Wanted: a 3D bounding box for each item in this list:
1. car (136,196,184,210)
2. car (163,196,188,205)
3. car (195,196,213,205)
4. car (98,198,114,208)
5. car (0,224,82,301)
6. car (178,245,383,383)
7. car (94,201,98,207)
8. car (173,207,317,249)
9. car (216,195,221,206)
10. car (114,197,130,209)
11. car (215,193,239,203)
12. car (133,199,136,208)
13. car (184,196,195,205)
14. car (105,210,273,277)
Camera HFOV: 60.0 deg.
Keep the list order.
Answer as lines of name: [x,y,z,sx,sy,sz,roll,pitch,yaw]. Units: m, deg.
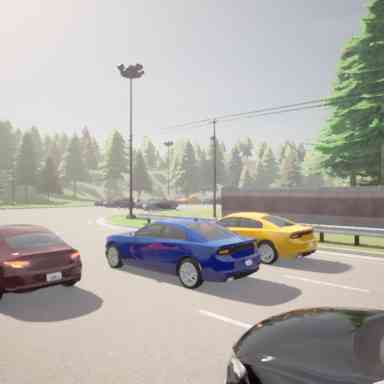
car: [-3.741,1.490,39.425,2.128,1.511,4.902,0,0,43]
car: [-2.941,1.524,60.923,1.812,1.442,4.674,0,1,43]
car: [3.437,1.489,57.522,2.128,1.511,4.902,0,0,43]
car: [-10.433,1.489,47.656,2.128,1.511,4.902,0,0,43]
car: [-4.449,1.525,8.206,4.674,1.442,1.812,0,0,42]
car: [2.418,1.492,1.984,4.902,1.511,2.128,0,0,42]
car: [-12.675,1.562,50.385,1.994,1.385,4.181,0,0,43]
car: [1.853,1.477,11.924,5.008,1.535,1.882,0,0,43]
car: [6.208,1.489,50.201,2.128,1.511,4.902,0,0,43]
car: [-7.808,1.599,45.342,1.895,1.301,4.718,0,0,43]
car: [7.596,1.223,72.142,2.150,2.045,5.566,0,0,44]
car: [-5.278,1.523,42.919,1.812,1.442,4.674,0,0,43]
car: [-0.271,1.475,58.671,1.882,1.535,5.008,0,0,43]
car: [-0.509,1.477,9.341,5.008,1.535,1.882,0,0,43]
